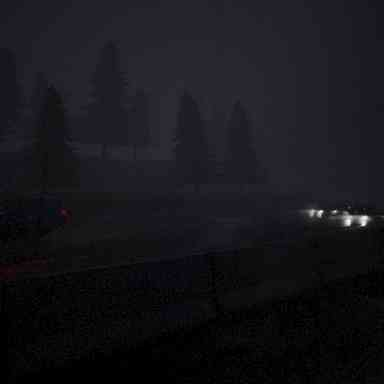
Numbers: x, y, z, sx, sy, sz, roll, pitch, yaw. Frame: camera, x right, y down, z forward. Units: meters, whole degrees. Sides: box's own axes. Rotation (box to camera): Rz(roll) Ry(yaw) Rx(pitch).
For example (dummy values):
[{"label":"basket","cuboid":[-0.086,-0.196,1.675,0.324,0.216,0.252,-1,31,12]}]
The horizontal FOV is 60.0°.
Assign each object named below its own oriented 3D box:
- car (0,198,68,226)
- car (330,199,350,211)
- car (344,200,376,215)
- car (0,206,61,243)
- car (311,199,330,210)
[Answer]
[{"label":"car","cuboid":[-9.874,1.343,18.552,5.566,2.045,2.150,0,0,-37]},{"label":"car","cuboid":[20.127,1.707,43.959,1.837,1.490,4.892,0,0,36]},{"label":"car","cuboid":[18.376,1.763,35.995,1.895,1.301,4.718,0,0,39]},{"label":"car","cuboid":[-8.862,1.591,14.965,4.902,1.511,2.128,0,0,-37]},{"label":"car","cuboid":[18.510,1.717,47.702,2.128,1.511,4.902,0,0,36]}]
